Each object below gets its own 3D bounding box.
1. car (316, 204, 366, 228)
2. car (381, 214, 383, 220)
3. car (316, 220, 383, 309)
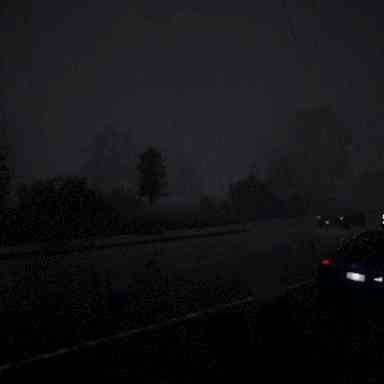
[{"bbox_3d":[9.815,1.546,21.700,4.674,1.442,1.812,0,0,-44],"label":"car"},{"bbox_3d":[13.079,1.369,20.033,4.553,1.767,2.097,0,0,-45],"label":"car"},{"bbox_3d":[4.651,1.573,7.538,4.181,1.385,1.994,0,0,-39],"label":"car"}]
